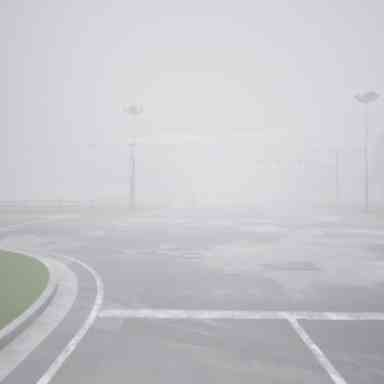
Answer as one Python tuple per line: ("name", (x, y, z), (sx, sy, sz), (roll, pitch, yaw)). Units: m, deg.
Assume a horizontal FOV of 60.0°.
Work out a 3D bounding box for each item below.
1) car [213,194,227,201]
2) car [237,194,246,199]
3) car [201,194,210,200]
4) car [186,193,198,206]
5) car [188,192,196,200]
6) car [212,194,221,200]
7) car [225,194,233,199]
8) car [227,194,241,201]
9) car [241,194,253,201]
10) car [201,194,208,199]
("car", (6.981, 1.422, 83.720), (2.033, 1.411, 5.357), (0, 0, 0))
("car", (13.979, 1.310, 94.185), (1.837, 1.490, 4.892), (0, 0, 0))
("car", (3.481, 1.433, 84.355), (1.994, 1.385, 4.181), (0, 0, 0))
("car", (-0.013, 1.402, 53.951), (1.882, 1.535, 5.008), (0, 0, 0))
("car", (-0.021, 1.041, 94.213), (2.150, 2.045, 5.566), (0, 0, 0))
("car", (6.979, 1.338, 94.185), (2.128, 1.511, 4.902), (0, 0, 0))
("car", (10.479, 1.334, 94.185), (1.812, 1.442, 4.674), (0, 0, 0))
("car", (10.481, 1.405, 83.912), (1.812, 1.442, 4.674), (0, 0, 0))
("car", (13.981, 1.422, 83.646), (2.033, 1.411, 5.357), (0, 0, 0))
("car", (3.479, 1.340, 94.185), (1.812, 1.442, 4.674), (0, 0, 0))
